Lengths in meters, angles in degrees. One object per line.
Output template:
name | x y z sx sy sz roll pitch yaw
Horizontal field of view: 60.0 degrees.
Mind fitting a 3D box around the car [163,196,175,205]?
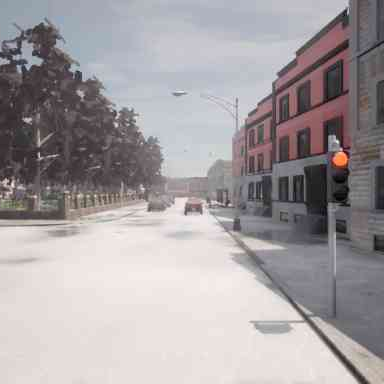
car | -4.039 1.505 59.622 1.837 1.490 4.892 0 0 0

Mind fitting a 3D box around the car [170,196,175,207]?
car | -4.074 1.547 49.223 2.033 1.411 5.357 0 0 0

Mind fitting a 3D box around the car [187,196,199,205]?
car | 0.131 1.547 61.272 2.033 1.411 5.357 0 0 0

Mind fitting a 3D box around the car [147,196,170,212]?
car | -4.080 1.478 39.323 1.882 1.535 5.008 0 0 0

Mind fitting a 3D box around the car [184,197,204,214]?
car | 0.156 1.526 35.260 1.812 1.442 4.674 0 0 0
